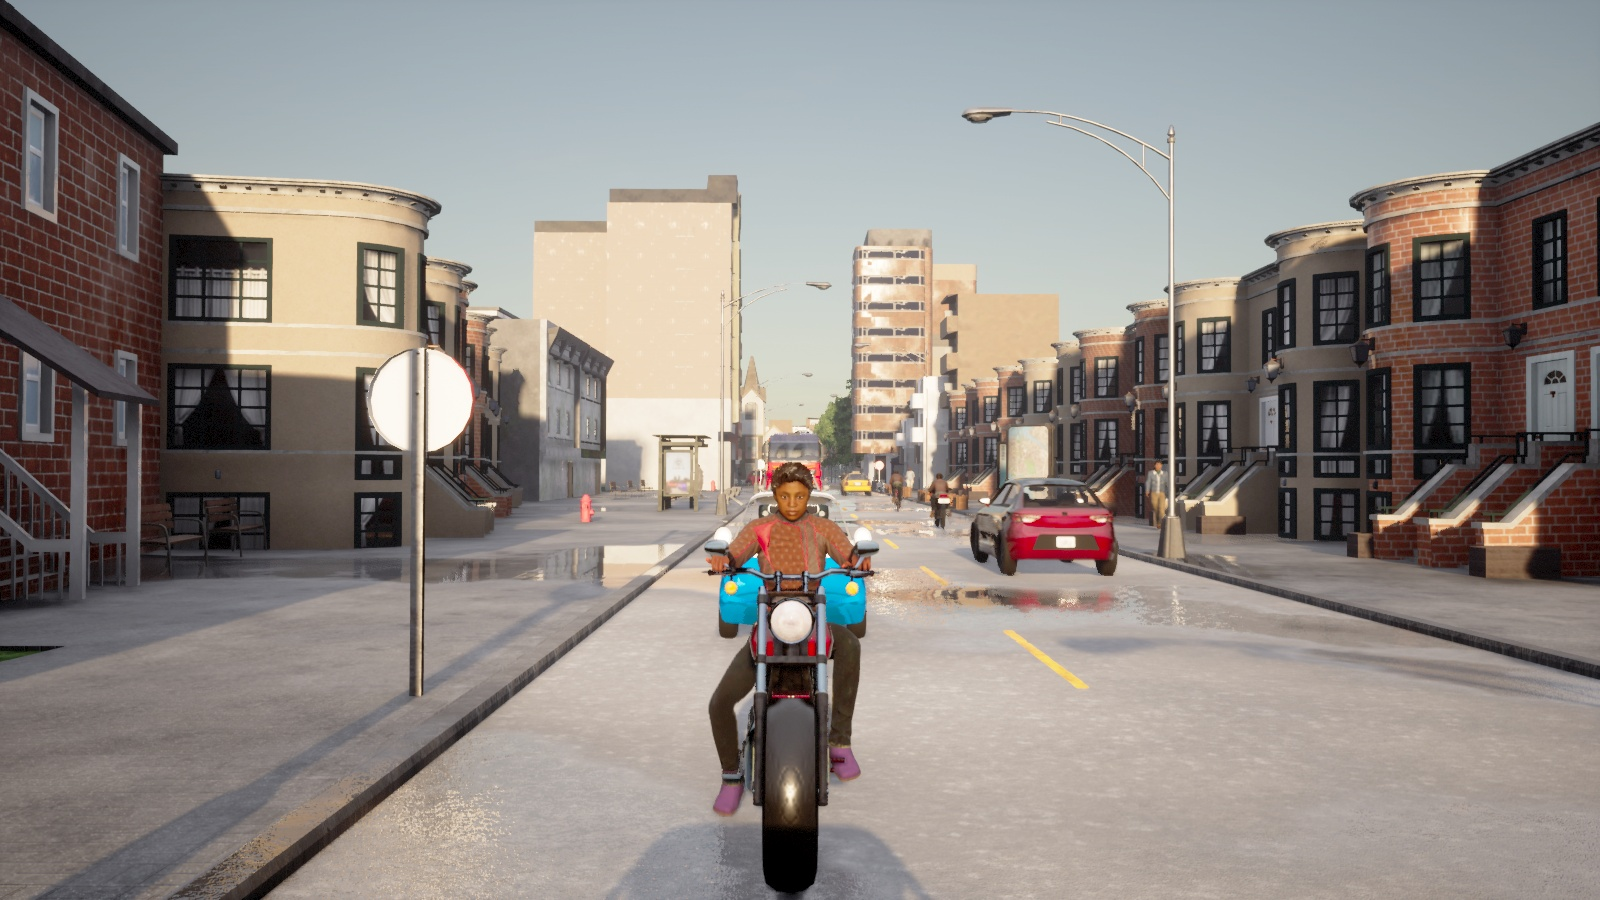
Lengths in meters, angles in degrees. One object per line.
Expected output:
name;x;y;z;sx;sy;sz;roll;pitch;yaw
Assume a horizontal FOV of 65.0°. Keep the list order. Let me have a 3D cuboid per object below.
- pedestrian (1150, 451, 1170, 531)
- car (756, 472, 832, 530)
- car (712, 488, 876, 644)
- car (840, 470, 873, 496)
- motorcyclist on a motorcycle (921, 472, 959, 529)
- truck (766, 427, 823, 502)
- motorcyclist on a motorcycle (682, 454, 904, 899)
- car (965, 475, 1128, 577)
pedestrian;8.942;1.011;31.188;0.423;1.949;0.788;-1;-1;17
car;-0.163;1.359;34.527;1.970;1.475;3.806;0;-1;0
car;-0.062;1.079;12.453;1.481;1.376;2.207;0;-1;0
car;3.611;2.093;80.810;1.801;1.575;5.366;0;-1;0
motorcyclist on a motorcycle;3.838;1.359;34.507;0.797;1.523;2.044;0;-1;0
truck;-0.319;0.795;68.297;2.891;3.827;8.468;0;-1;0
motorcyclist on a motorcycle;-0.031;0.858;5.540;0.766;1.649;2.350;0;-1;0
car;3.901;1.157;20.565;1.816;1.474;4.193;0;-1;0
